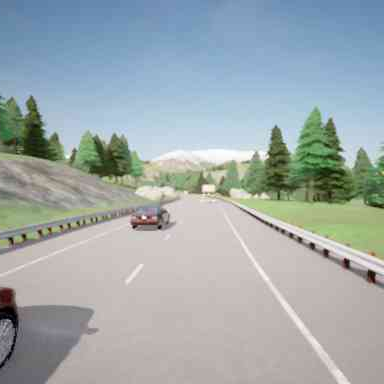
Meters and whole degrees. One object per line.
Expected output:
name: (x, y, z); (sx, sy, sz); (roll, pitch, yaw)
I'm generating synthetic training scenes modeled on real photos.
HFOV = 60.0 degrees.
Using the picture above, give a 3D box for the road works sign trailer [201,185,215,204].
road works sign trailer: (3.128, 0.341, 62.582); (2.380, 3.560, 2.880); (0, 0, 2)

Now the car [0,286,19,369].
car: (-3.327, 1.467, 2.582); (1.882, 1.535, 5.008); (0, 0, 1)

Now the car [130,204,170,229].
car: (-2.583, 1.500, 21.394); (2.033, 1.411, 5.357); (0, 0, 3)
